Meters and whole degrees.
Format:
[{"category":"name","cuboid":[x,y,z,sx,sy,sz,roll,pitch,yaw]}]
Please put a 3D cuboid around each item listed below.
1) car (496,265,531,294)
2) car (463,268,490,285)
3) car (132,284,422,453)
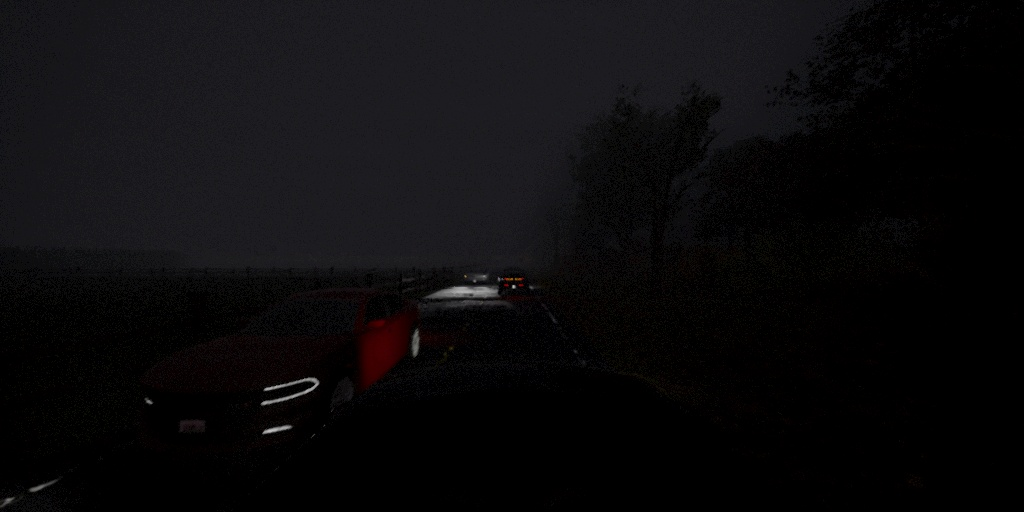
[{"category":"car","cuboid":[0.101,1.474,22.337,1.837,1.490,4.892,0,-1,0]},{"category":"car","cuboid":[-2.850,1.645,29.647,1.895,1.301,4.718,0,-1,0]},{"category":"car","cuboid":[-2.837,1.272,5.686,1.882,1.535,5.008,0,-1,0]}]
